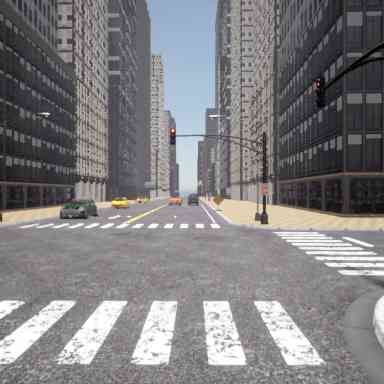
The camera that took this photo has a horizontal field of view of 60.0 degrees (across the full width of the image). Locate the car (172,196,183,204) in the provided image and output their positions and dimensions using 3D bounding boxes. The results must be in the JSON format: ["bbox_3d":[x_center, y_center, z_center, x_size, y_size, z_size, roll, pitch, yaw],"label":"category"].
[{"bbox_3d":[-2.998,1.634,70.208,2.128,1.511,4.902,0,0,0],"label":"car"}]

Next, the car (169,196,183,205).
[{"bbox_3d":[-2.994,1.454,60.017,2.097,1.767,4.553,0,0,0],"label":"car"}]

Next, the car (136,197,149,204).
[{"bbox_3d":[-9.584,1.629,64.376,1.882,1.535,5.008,0,0,0],"label":"car"}]

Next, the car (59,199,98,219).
[{"bbox_3d":[-9.775,1.377,28.972,2.097,1.767,4.553,0,0,0],"label":"car"}]

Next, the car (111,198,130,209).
[{"bbox_3d":[-9.730,1.534,45.416,1.882,1.535,5.008,0,0,0],"label":"car"}]

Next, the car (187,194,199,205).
[{"bbox_3d":[0.253,1.604,59.365,1.837,1.490,4.892,0,0,0],"label":"car"}]

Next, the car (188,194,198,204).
[{"bbox_3d":[0.254,1.362,70.439,2.150,2.045,5.566,0,0,0],"label":"car"}]
